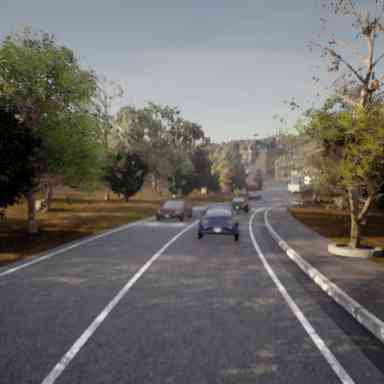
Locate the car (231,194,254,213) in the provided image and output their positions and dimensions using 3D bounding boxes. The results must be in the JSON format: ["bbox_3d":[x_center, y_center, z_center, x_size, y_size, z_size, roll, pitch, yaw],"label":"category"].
[{"bbox_3d":[4.785,1.233,32.989,1.812,1.442,4.674,1,1,15],"label":"car"}]

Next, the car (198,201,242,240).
[{"bbox_3d":[1.370,1.377,16.124,1.812,1.442,4.674,1,1,8],"label":"car"}]

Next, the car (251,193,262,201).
[{"bbox_3d":[11.987,0.900,63.255,1.882,1.535,5.008,2,1,23],"label":"car"}]

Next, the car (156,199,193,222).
[{"bbox_3d":[-1.142,1.243,23.693,1.812,1.442,4.674,1,1,11],"label":"car"}]
